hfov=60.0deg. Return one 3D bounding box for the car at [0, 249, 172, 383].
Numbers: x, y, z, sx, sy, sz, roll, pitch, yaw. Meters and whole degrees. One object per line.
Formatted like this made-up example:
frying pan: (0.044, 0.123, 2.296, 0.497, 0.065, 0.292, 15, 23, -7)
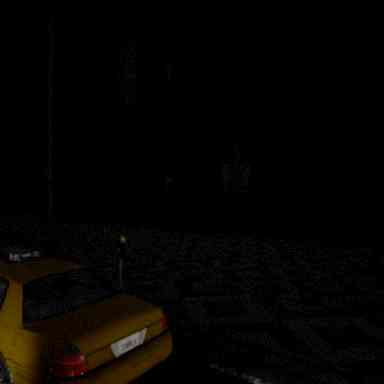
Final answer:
car: (-2.520, 1.510, 4.770, 4.829, 1.417, 1.752, 0, 0, 36)
